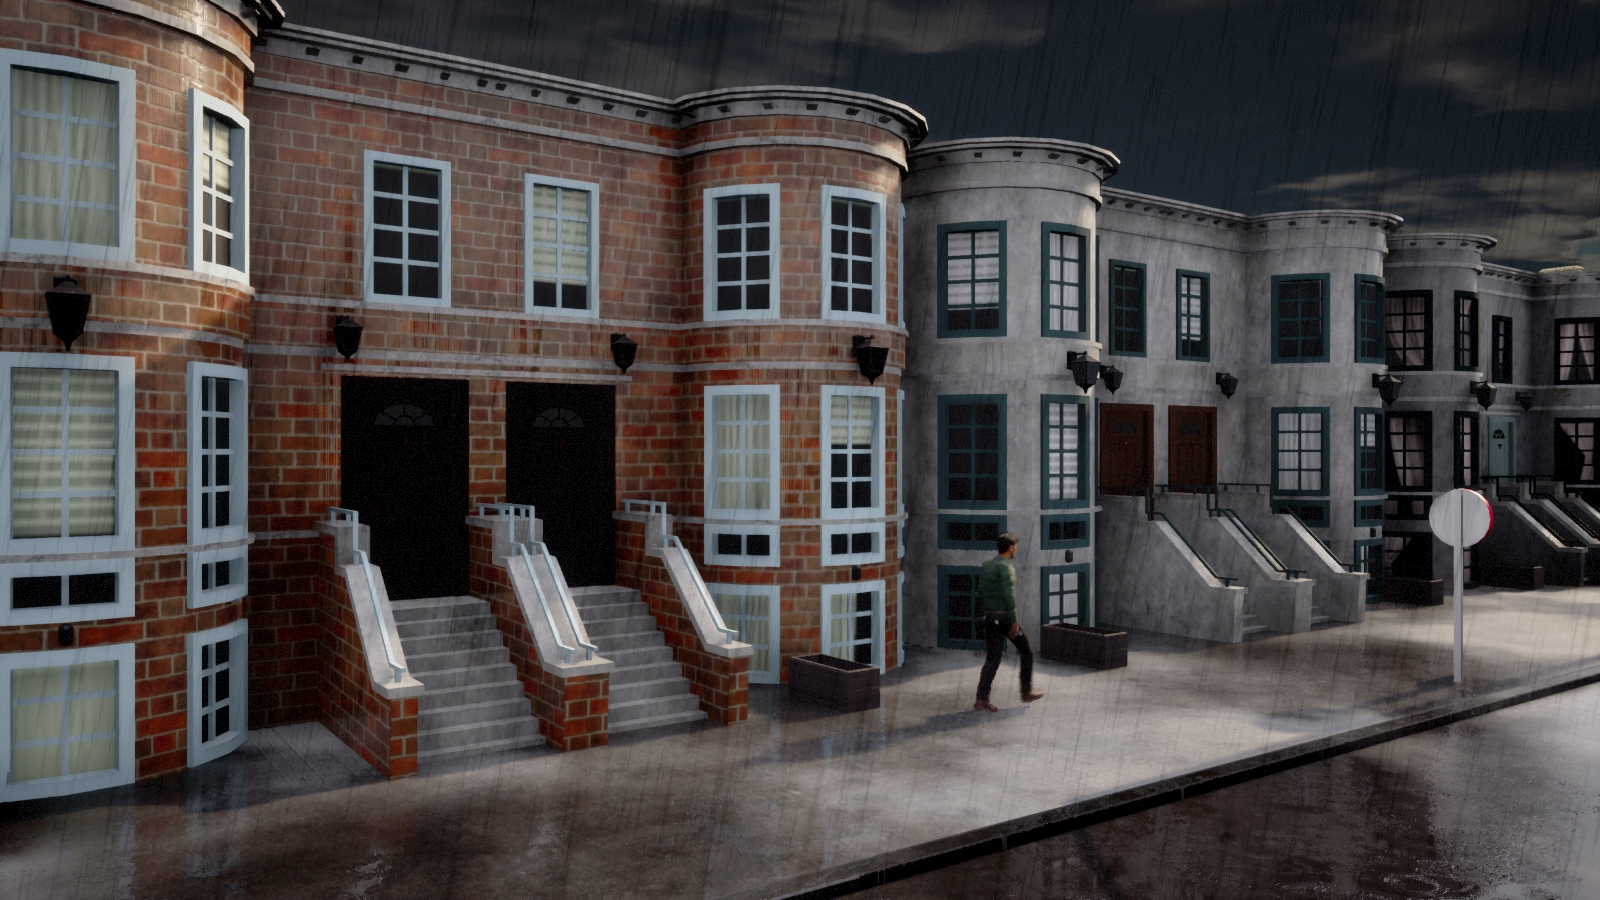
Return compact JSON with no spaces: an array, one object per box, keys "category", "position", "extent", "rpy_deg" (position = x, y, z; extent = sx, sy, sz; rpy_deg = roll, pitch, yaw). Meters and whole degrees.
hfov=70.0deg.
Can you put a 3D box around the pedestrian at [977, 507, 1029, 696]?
[{"category":"pedestrian","position":[2.067,1.524,11.654],"extent":[0.375,1.860,0.375],"rpy_deg":[0,0,-27]}]
